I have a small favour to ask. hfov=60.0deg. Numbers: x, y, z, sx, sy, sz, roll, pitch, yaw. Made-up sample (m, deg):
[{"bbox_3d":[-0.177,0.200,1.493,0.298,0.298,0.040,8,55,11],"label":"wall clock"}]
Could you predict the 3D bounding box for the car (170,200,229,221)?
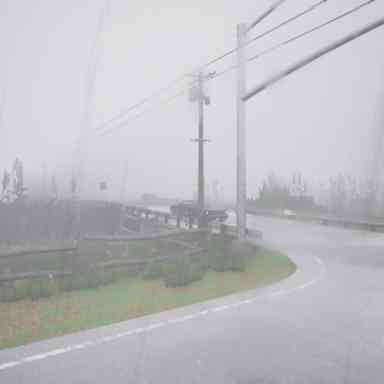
[{"bbox_3d":[0.405,1.244,22.309,1.895,1.301,4.718,0,3,-32],"label":"car"}]
